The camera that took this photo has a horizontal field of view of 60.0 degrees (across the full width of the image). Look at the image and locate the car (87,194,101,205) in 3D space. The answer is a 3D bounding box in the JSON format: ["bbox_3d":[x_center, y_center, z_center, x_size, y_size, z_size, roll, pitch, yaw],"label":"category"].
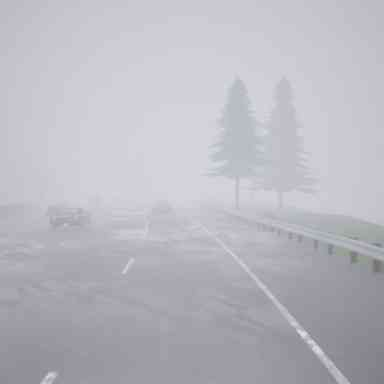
[{"bbox_3d":[-18.758,1.496,63.407,2.150,2.045,5.566,0,0,-22],"label":"car"}]

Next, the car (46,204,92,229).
[{"bbox_3d":[-8.087,1.719,22.629,1.895,1.301,4.718,-1,0,-8],"label":"car"}]

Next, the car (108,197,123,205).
[{"bbox_3d":[-14.767,1.764,64.131,2.033,1.411,5.357,-1,0,-25],"label":"car"}]

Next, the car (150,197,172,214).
[{"bbox_3d":[-3.449,1.614,36.407,1.994,1.385,4.181,-1,0,-13],"label":"car"}]

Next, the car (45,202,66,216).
[{"bbox_3d":[-13.616,1.725,33.886,1.812,1.442,4.674,0,0,-12],"label":"car"}]

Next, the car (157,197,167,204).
[{"bbox_3d":[-5.832,1.687,64.956,1.895,1.301,4.718,-1,0,-6],"label":"car"}]
